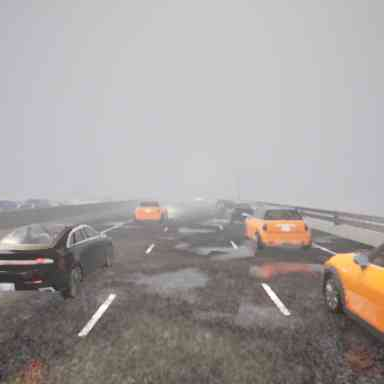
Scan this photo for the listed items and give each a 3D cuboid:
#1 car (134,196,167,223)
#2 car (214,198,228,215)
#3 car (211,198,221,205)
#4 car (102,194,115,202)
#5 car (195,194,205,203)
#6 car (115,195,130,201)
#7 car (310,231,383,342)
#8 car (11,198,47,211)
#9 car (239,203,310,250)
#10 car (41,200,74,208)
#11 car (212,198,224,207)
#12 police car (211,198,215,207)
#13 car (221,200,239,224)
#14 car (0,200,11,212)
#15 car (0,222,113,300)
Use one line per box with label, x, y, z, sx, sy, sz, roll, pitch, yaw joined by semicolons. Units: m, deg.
car;-3.165;1.451;26.516;2.097;1.767;4.553;0;0;1
car;3.918;1.650;36.601;2.163;1.488;4.792;0;0;1
car;4.953;1.895;69.323;2.033;1.411;5.357;0;0;2
car;-19.204;1.517;77.737;2.150;2.045;5.566;0;0;2
car;1.835;1.520;78.606;2.150;2.045;5.566;0;0;3
car;-15.707;1.816;77.605;2.128;1.511;4.902;0;0;2
car;3.617;1.368;4.787;2.097;1.767;4.553;0;0;0
car;-17.170;1.494;36.338;2.097;1.767;4.553;0;0;1
car;3.574;1.403;14.700;2.097;1.767;4.553;0;0;1
car;-13.702;1.738;35.224;1.895;1.301;4.718;0;0;1
car;4.538;1.832;58.408;1.994;1.385;4.181;0;0;2
police car;4.197;1.628;47.602;1.930;1.638;5.238;0;0;2
car;3.711;1.601;25.681;2.163;1.488;4.792;0;0;1
car;-20.671;1.619;36.350;1.882;1.535;5.008;0;0;1
car;-3.364;1.518;8.469;2.128;1.511;4.902;0;0;0
